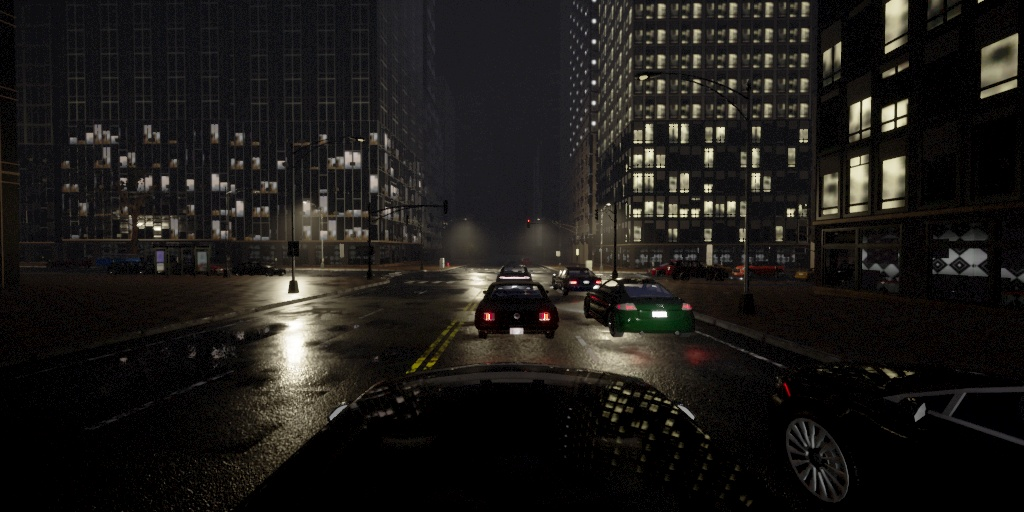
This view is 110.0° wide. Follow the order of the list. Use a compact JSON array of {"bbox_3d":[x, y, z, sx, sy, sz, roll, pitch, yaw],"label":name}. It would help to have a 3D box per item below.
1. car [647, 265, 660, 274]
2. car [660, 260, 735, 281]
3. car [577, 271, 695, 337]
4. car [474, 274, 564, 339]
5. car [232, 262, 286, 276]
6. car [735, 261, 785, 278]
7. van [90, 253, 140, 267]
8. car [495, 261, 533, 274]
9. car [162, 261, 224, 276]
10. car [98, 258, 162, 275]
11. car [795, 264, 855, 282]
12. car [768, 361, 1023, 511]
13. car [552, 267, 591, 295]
[{"bbox_3d":[16.315,1.425,37.401,4.181,1.385,1.994,1,1,1],"label":"car"},{"bbox_3d":[16.223,1.268,31.625,5.009,1.841,2.192,0,0,1],"label":"car"},{"bbox_3d":[3.366,1.310,10.258,1.994,1.385,4.181,0,0,-1],"label":"car"},{"bbox_3d":[0.108,1.347,10.030,1.895,1.301,4.718,0,0,0],"label":"car"},{"bbox_3d":[-22.701,1.173,32.196,4.313,1.339,1.948,0,0,1],"label":"car"},{"bbox_3d":[25.512,1.293,37.230,4.553,1.767,2.097,0,1,1],"label":"car"},{"bbox_3d":[-45.247,0.605,41.187,3.998,1.789,1.690,0,0,1],"label":"van"},{"bbox_3d":[0.117,1.232,19.286,2.128,1.511,4.902,0,0,0],"label":"car"},{"bbox_3d":[-28.385,1.138,32.335,4.207,1.307,1.802,0,0,1],"label":"car"},{"bbox_3d":[-34.065,1.069,32.515,4.313,1.339,1.948,0,0,1],"label":"car"},{"bbox_3d":[27.671,1.578,31.416,4.829,1.417,1.751,0,0,1],"label":"car"},{"bbox_3d":[3.340,1.242,1.428,2.128,1.511,4.902,0,0,0],"label":"car"},{"bbox_3d":[3.402,1.288,19.487,2.033,1.411,5.357,0,0,-3],"label":"car"}]
